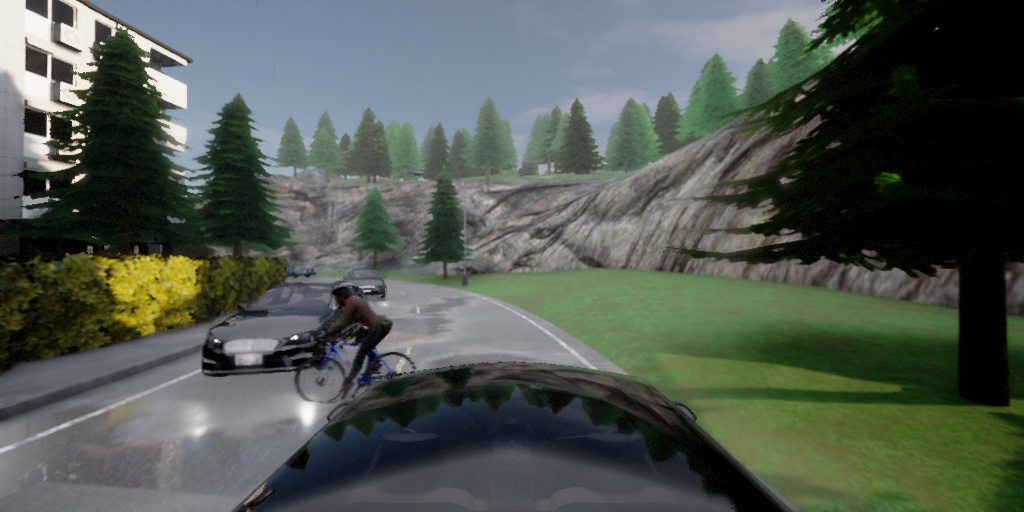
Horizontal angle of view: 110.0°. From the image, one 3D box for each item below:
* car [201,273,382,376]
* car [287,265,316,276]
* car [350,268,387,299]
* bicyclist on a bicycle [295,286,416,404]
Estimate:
[{"bbox_3d":[-4.402,1.306,7.774,2.128,1.511,4.902,0,-1,-11],"label":"car"},{"bbox_3d":[-23.997,1.694,39.087,5.357,1.411,2.033,0,-1,18],"label":"car"},{"bbox_3d":[-7.885,1.421,19.166,2.128,1.511,4.902,0,-1,-26],"label":"car"},{"bbox_3d":[-2.178,1.239,4.994,1.656,1.620,0.582,-2,0,-5],"label":"bicyclist on a bicycle"}]
